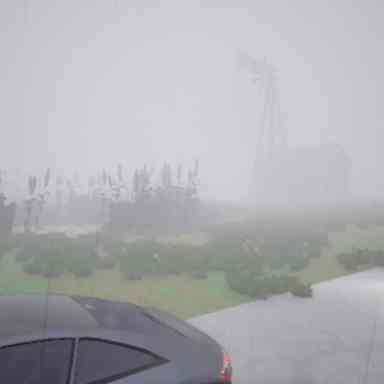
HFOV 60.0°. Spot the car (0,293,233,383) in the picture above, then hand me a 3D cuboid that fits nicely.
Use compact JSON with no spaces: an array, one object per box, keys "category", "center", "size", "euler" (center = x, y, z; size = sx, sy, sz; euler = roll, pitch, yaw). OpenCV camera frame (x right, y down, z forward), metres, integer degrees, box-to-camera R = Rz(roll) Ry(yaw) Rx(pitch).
[{"category":"car","center":[-1.647,1.565,2.314],"size":[4.181,1.385,1.994],"euler":[0,0,-35]}]
